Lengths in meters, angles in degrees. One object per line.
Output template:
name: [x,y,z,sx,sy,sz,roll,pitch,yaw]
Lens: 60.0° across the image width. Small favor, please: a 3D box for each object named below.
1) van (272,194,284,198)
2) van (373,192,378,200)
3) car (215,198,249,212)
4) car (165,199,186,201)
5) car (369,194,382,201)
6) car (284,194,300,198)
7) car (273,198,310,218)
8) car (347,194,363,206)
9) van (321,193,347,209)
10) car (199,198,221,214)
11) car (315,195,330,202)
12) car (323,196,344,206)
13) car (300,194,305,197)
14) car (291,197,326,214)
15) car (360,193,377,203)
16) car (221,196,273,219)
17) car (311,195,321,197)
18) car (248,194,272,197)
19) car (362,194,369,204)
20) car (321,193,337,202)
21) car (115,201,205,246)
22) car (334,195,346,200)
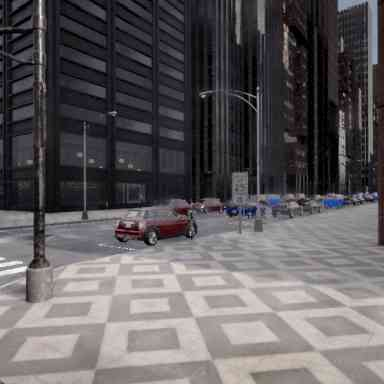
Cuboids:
van: [11.245,1.248,47.487,1.690,1.788,3.998,0,0,36]
van: [37.823,1.157,69.849,1.690,1.788,3.998,0,0,36]
car: [4.697,1.481,38.379,2.008,1.369,4.403,0,0,36]
car: [-1.853,1.397,29.270,1.967,1.590,4.097,0,0,36]
car: [41.098,1.248,74.404,1.967,1.590,4.097,0,0,36]
car: [14.520,1.210,52.042,2.192,1.841,5.009,0,0,36]
car: [8.354,1.463,28.862,2.008,1.369,4.403,0,0,36]
car: [24.726,1.420,51.633,1.947,1.339,4.313,0,0,36]
van: [18.177,1.217,42.524,1.690,1.788,3.998,0,0,36]
car: [1.422,1.383,33.824,1.967,1.590,4.097,0,0,36]
car: [27.619,1.407,70.260,2.008,1.369,4.403,0,0,36]
car: [22.991,1.352,53.781,2.128,1.511,4.902,0,0,36]
car: [17.794,1.200,56.596,2.192,1.841,5.009,0,0,36]
car: [11.629,1.465,33.417,1.947,1.339,4.313,0,0,36]
car: [34.550,1.370,65.296,1.887,1.381,4.507,0,0,36]
car: [4.819,1.405,28.508,1.882,1.535,5.008,0,0,36]
car: [24.344,1.305,65.706,1.967,1.590,4.097,0,0,36]
car: [7.971,1.233,42.933,2.192,1.841,5.009,0,0,36]
car: [28.001,1.410,56.187,1.947,1.339,4.313,0,0,36]
car: [30.893,1.162,74.814,2.192,1.841,5.009,0,0,36]
car: [-1.469,1.393,15.200,1.967,1.590,4.097,0,0,36]
car: [37.443,1.397,83.923,1.947,1.339,4.313,0,0,36]
